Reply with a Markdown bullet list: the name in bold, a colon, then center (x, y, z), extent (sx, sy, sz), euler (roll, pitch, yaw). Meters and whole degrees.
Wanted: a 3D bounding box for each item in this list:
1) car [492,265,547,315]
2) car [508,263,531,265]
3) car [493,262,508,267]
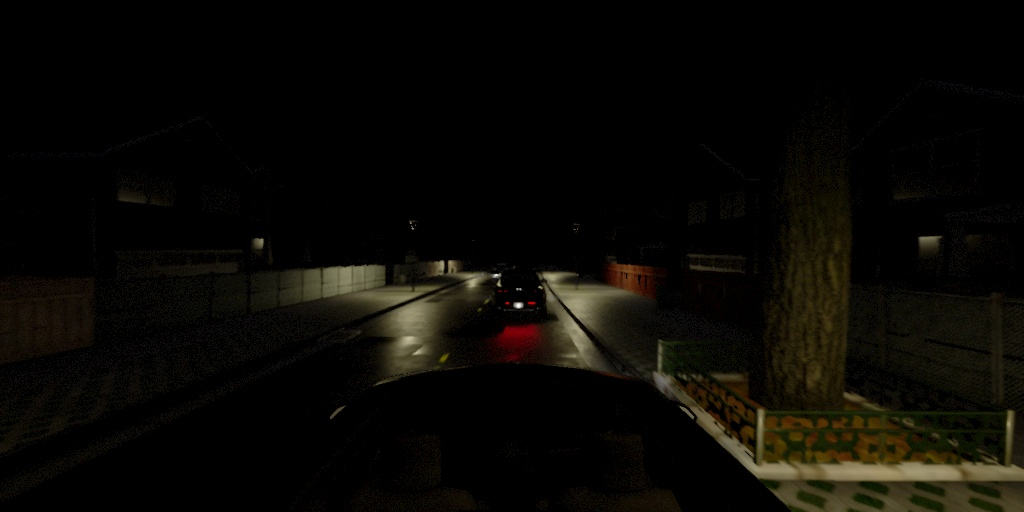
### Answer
- **car**: center (0.277, 1.288, 13.660), extent (1.837, 1.490, 4.892), euler (0, 0, 2)
- **car**: center (0.942, 1.346, 29.621), extent (1.837, 1.490, 4.892), euler (0, 0, 3)
- **car**: center (-1.182, 1.438, 43.846), extent (2.033, 1.411, 5.357), euler (0, 0, 4)
